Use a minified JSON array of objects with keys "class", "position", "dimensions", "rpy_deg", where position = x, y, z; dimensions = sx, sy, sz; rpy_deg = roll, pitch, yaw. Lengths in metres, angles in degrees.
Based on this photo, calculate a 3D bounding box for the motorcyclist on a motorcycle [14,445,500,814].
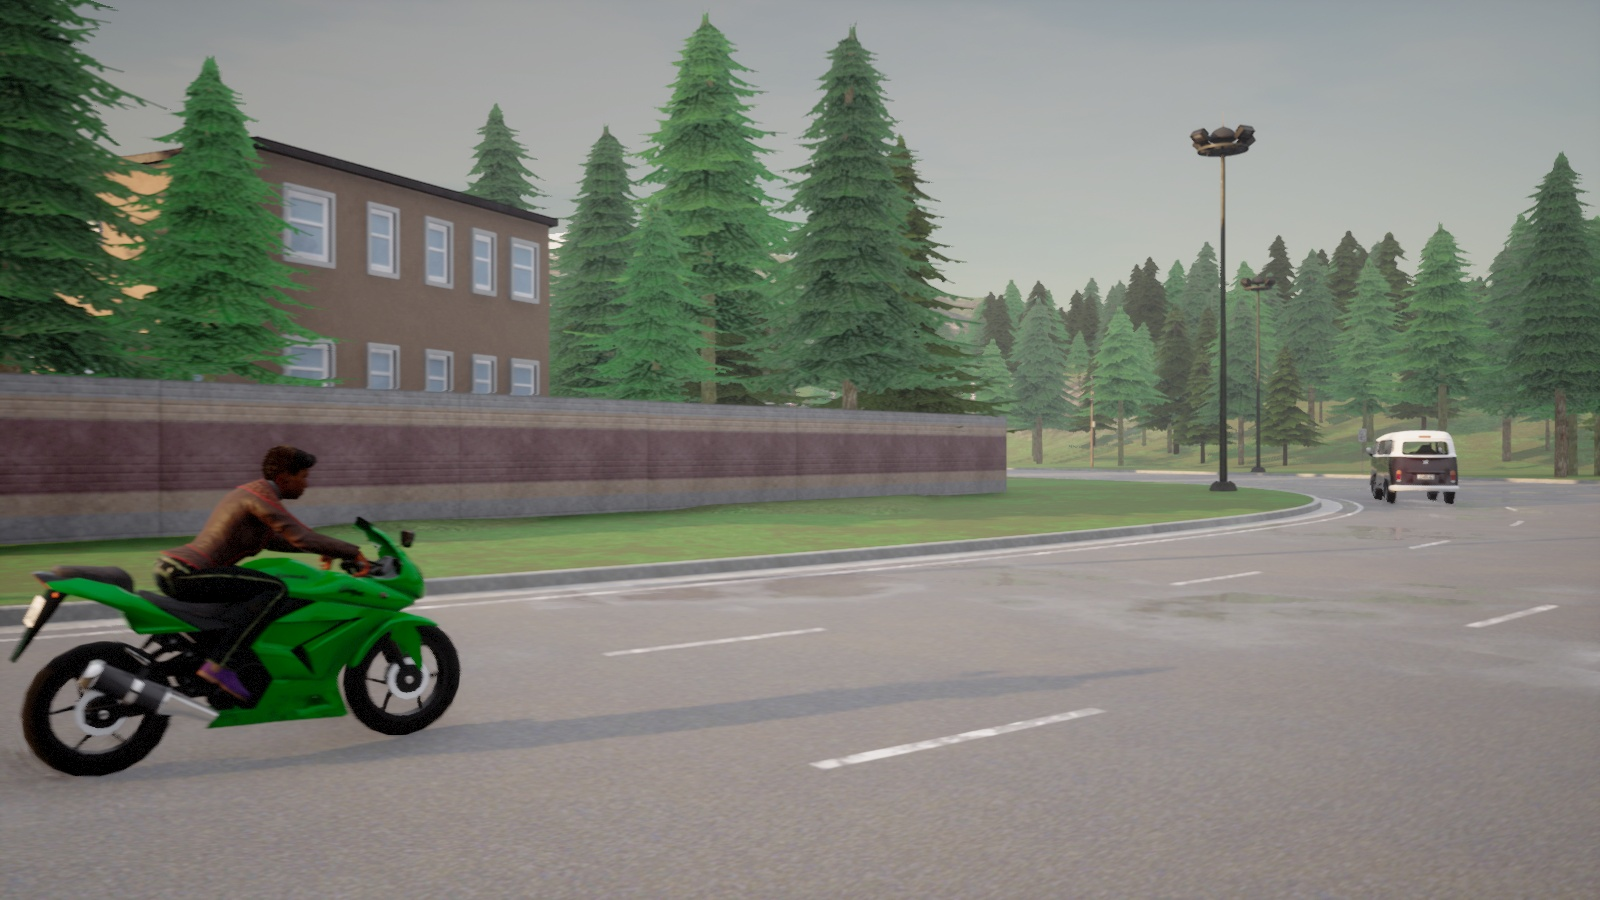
[{"class":"motorcyclist on a motorcycle","position":[-2.594,0.745,6.128],"dimensions":[2.044,1.523,0.797],"rpy_deg":[0,0,-36]}]

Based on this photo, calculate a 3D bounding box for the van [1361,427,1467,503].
[{"class":"van","position":[17.715,0.404,36.429],"dimensions":[2.069,2.038,4.480],"rpy_deg":[0,0,17]}]
